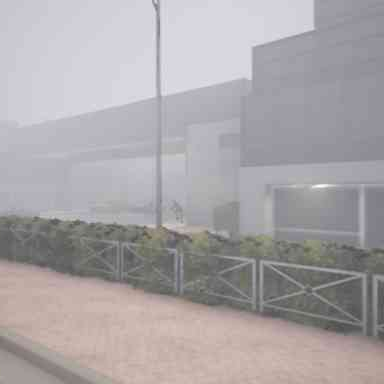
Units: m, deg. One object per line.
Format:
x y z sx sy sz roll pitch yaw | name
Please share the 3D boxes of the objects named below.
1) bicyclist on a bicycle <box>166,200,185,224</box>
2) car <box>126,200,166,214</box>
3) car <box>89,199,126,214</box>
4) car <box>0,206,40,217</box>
-1.134 1.360 22.883 1.656 1.620 0.582 -1 0 36 | bicyclist on a bicycle
-4.810 1.629 37.480 1.812 1.442 4.674 0 0 36 | car
-9.160 1.595 37.416 1.882 1.535 5.008 0 0 36 | car
-13.982 1.704 24.655 1.895 1.301 4.718 0 0 36 | car
